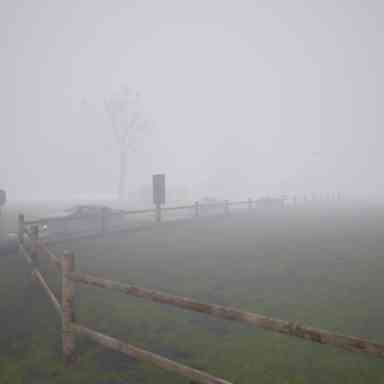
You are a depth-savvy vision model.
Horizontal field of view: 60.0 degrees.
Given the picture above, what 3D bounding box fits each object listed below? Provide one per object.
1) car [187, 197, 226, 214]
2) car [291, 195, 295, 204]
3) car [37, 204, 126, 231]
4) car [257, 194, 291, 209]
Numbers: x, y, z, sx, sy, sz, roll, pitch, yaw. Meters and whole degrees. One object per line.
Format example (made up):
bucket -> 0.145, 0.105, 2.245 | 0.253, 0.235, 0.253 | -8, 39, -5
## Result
car -> 1.394, 1.245, 31.314 | 2.128, 1.511, 4.902 | -2, 0, 35
car -> 13.659, 1.026, 48.815 | 1.882, 1.535, 5.008 | -2, -1, 35
car -> -6.414, 1.437, 20.032 | 2.033, 1.411, 5.357 | -2, 0, 34
car -> 8.805, 1.094, 36.815 | 2.128, 1.511, 4.902 | -2, 0, 35
